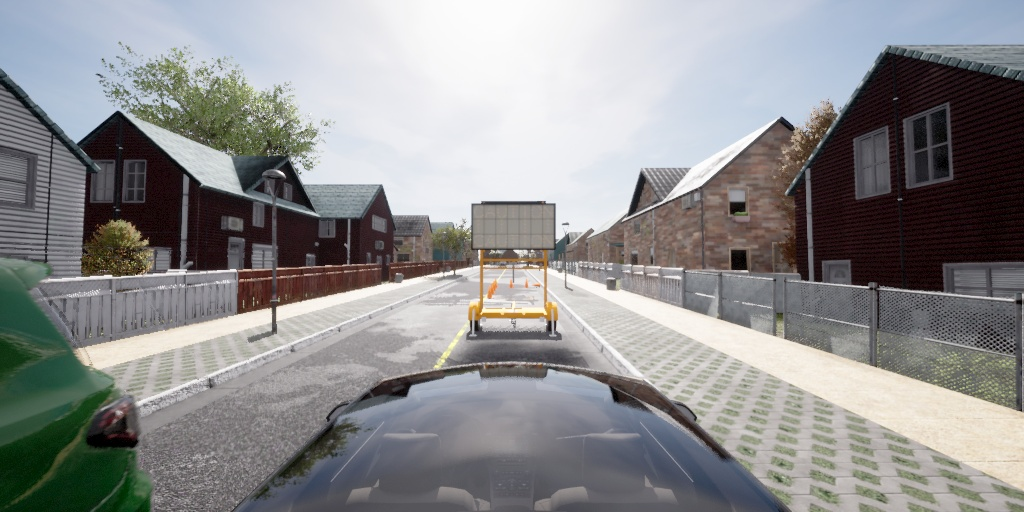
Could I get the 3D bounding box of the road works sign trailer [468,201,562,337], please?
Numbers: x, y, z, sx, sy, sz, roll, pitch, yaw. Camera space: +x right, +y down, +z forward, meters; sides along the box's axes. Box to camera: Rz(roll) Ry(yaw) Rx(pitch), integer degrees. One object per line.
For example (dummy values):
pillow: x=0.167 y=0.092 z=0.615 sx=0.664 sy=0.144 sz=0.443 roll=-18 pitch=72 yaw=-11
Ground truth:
road works sign trailer: x=0.046 y=0.227 z=10.345 sx=2.380 sy=3.560 sz=2.880 roll=0 pitch=0 yaw=1
